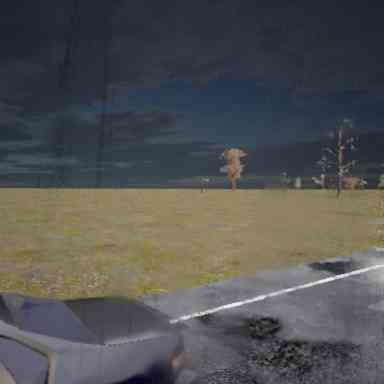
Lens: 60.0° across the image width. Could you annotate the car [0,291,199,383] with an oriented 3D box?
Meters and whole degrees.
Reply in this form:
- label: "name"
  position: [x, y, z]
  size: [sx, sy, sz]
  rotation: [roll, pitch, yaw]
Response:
- label: "car"
  position: [-2.510, 1.548, 2.206]
  size: [5.357, 1.411, 2.033]
  rotation: [0, 0, -35]
